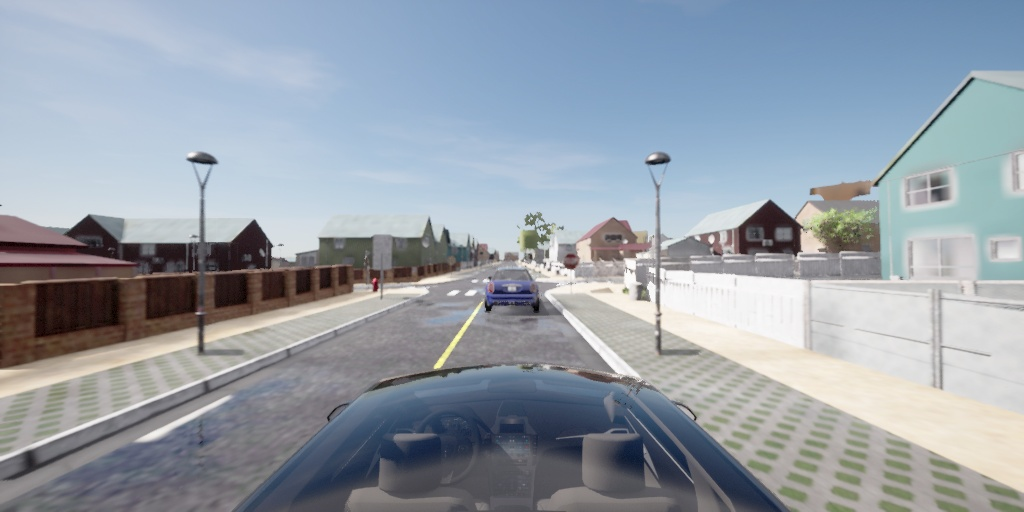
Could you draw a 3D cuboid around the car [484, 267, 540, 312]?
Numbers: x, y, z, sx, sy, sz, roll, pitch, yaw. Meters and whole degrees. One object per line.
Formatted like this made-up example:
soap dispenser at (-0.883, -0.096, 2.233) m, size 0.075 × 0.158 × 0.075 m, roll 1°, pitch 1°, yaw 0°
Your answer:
car at (0.016, 1.245, 15.231) m, size 2.097 × 1.767 × 4.553 m, roll 0°, pitch -1°, yaw 0°
